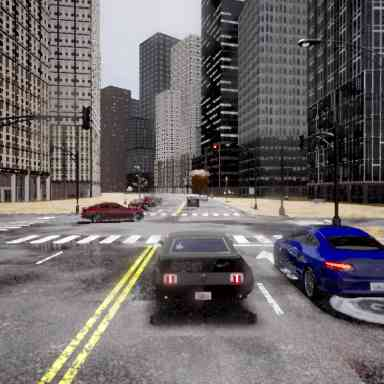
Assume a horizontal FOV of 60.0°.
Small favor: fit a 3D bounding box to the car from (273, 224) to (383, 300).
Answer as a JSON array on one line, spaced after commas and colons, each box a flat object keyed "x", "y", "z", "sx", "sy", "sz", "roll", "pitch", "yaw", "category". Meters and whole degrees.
[{"x": 3.354, "y": 1.523, "z": 8.232, "sx": 1.812, "sy": 1.442, "sz": 4.674, "roll": 0, "pitch": 0, "yaw": 1, "category": "car"}]

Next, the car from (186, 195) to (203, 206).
[{"x": 0.186, "y": 1.432, "z": 53.609, "sx": 2.128, "sy": 1.511, "sz": 4.902, "roll": 0, "pitch": 0, "yaw": 0, "category": "car"}]

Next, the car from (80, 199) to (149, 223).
[{"x": -5.939, "y": 1.486, "z": 24.909, "sx": 4.674, "sy": 1.442, "sz": 1.812, "roll": 0, "pitch": 1, "yaw": -24, "category": "car"}]

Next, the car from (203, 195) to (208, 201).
[{"x": 2.827, "y": 1.397, "z": 80.534, "sx": 1.812, "sy": 1.442, "sz": 4.674, "roll": 0, "pitch": 0, "yaw": -4, "category": "car"}]

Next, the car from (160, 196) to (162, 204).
[{"x": -6.498, "y": 1.416, "z": 60.868, "sx": 2.128, "sy": 1.511, "sz": 4.902, "roll": 0, "pitch": 0, "yaw": 0, "category": "car"}]

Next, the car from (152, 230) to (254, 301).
[{"x": 0.112, "y": 1.598, "z": 8.264, "sx": 1.895, "sy": 1.301, "sz": 4.718, "roll": 0, "pitch": 0, "yaw": -3, "category": "car"}]

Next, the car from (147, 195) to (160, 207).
[{"x": -6.516, "y": 1.299, "z": 50.577, "sx": 2.097, "sy": 1.767, "sz": 4.553, "roll": 0, "pitch": 0, "yaw": 0, "category": "car"}]

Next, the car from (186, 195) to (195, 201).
[{"x": -0.422, "y": 1.469, "z": 80.421, "sx": 1.895, "sy": 1.301, "sz": 4.718, "roll": 0, "pitch": 0, "yaw": -4, "category": "car"}]

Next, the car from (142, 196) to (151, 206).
[{"x": -6.533, "y": 1.530, "z": 40.329, "sx": 1.994, "sy": 1.385, "sz": 4.181, "roll": 0, "pitch": 0, "yaw": 0, "category": "car"}]
